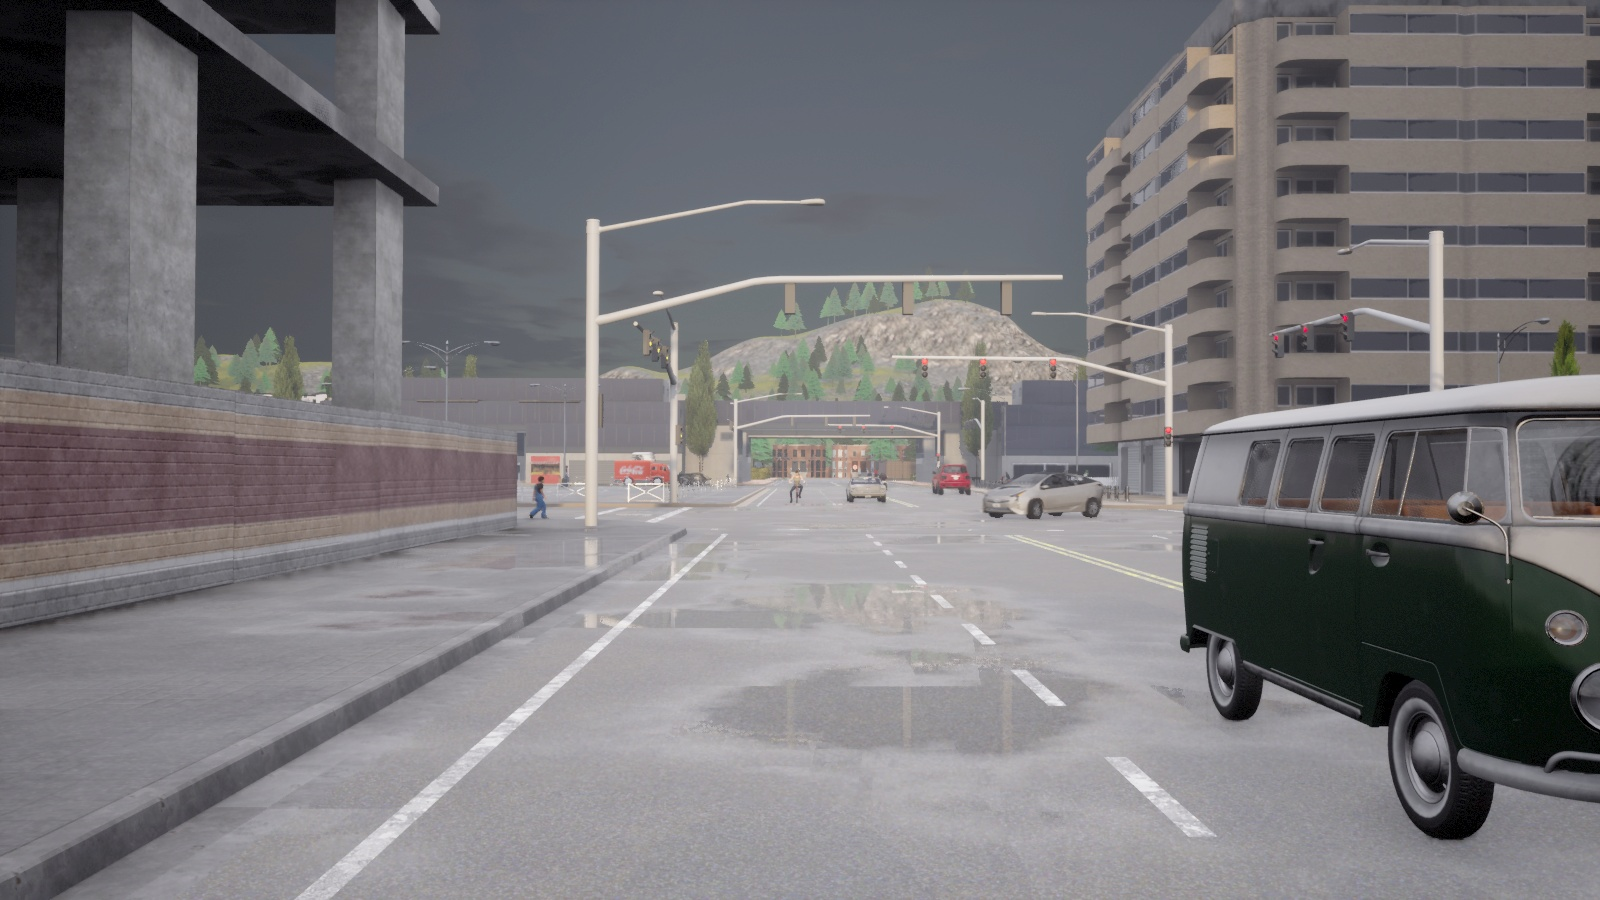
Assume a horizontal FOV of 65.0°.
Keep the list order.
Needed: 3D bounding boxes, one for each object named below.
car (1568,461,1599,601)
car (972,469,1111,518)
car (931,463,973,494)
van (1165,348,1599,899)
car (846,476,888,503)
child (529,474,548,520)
[{"bbox_3d":[10.472,0.921,13.006,2.033,1.649,4.856,0,-1,0],"label":"car"},{"bbox_3d":[8.012,1.393,41.430,4.514,1.525,2.007,0,-1,-38],"label":"car"},{"bbox_3d":[10.312,1.928,85.719,2.150,2.045,5.566,0,-1,0],"label":"car"},{"bbox_3d":[3.485,0.665,6.680,1.775,1.987,4.442,0,-1,0],"label":"van"},{"bbox_3d":[3.361,1.973,63.964,1.895,1.301,4.718,0,-1,0],"label":"car"},{"bbox_3d":[-7.249,1.305,34.835,0.437,1.263,0.270,0,-1,-34],"label":"child"}]
